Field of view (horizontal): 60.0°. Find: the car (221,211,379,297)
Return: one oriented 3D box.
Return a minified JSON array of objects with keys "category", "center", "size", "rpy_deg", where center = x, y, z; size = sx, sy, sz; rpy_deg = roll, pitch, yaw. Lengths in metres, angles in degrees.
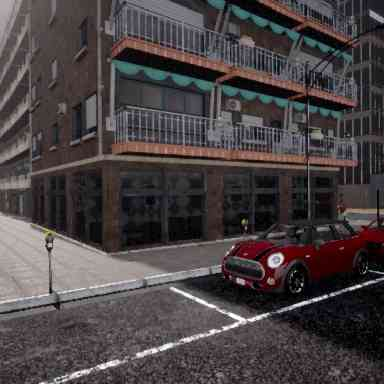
[{"category":"car","center":[2.679,1.439,8.474],"size":[4.097,1.590,1.967],"rpy_deg":[0,-1,-35]}]

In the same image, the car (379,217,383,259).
[{"category":"car","center":[7.180,1.543,11.676],"size":[4.507,1.381,1.887],"rpy_deg":[0,-1,-35]}]

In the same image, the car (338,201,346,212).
[{"category":"car","center":[16.460,1.746,40.560],"size":[1.967,1.590,4.097],"rpy_deg":[-2,0,-36]}]
